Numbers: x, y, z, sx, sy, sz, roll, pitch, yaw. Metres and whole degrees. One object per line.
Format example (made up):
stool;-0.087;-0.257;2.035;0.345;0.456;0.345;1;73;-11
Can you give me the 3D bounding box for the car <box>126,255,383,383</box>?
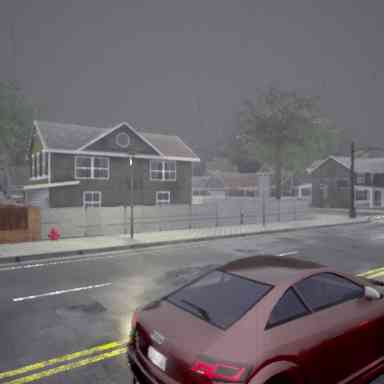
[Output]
car;1.293;1.560;4.362;4.181;1.385;1.994;0;0;-35
